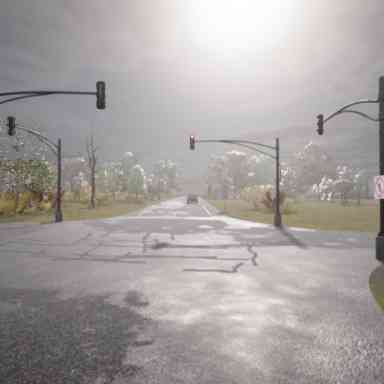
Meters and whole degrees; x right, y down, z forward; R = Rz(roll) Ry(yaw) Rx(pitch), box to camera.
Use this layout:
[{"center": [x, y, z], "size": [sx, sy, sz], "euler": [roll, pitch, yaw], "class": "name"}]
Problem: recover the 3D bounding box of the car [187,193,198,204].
[{"center": [0.108, 1.281, 67.703], "size": [2.150, 2.045, 5.566], "euler": [0, 0, 0], "class": "car"}]
